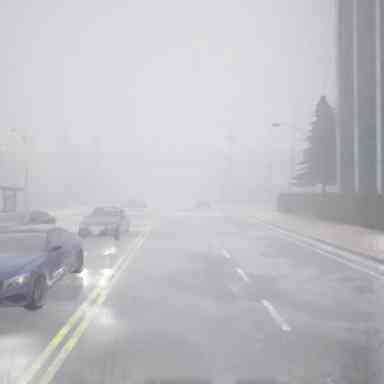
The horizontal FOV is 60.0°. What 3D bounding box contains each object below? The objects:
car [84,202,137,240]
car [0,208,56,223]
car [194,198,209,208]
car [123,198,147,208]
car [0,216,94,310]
[{"bbox_3d":[-4.372,1.530,17.176,2.128,1.511,4.902,-1,0,-3],"label":"car"},{"bbox_3d":[-7.779,1.547,15.099,1.882,1.535,5.008,-1,0,-3],"label":"car"},{"bbox_3d":[1.353,1.493,47.308,2.033,1.411,5.357,0,0,-3],"label":"car"},{"bbox_3d":[-8.192,1.583,46.017,4.181,1.385,1.994,-1,0,37],"label":"car"},{"bbox_3d":[-3.916,1.561,7.949,1.812,1.442,4.674,-1,0,-3],"label":"car"}]
